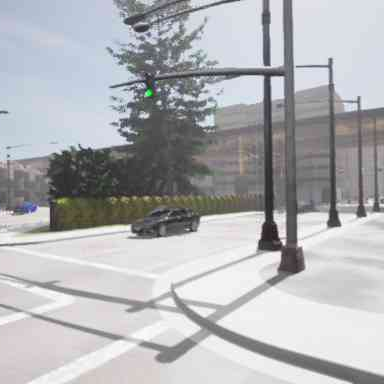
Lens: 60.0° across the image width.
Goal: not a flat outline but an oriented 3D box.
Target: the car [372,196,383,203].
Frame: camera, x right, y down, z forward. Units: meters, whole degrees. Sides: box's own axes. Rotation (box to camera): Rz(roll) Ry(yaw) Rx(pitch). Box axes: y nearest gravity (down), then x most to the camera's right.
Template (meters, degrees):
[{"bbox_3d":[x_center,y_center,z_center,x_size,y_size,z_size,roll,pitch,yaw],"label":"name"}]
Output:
[{"bbox_3d":[36.457,1.363,64.387,1.853,1.218,4.536,-1,-1,16],"label":"car"}]

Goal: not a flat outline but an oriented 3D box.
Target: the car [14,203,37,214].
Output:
[{"bbox_3d":[-22.999,2.249,46.060,1.882,1.535,5.008,-1,-1,-10],"label":"car"}]

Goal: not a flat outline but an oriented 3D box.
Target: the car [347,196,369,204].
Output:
[{"bbox_3d":[33.258,1.595,67.026,4.974,1.542,2.038,-1,-1,-29],"label":"car"}]

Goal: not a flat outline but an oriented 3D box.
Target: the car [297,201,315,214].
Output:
[{"bbox_3d":[12.580,1.694,38.340,2.033,1.411,5.357,-1,-1,36],"label":"car"}]

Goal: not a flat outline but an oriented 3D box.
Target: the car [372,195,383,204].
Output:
[{"bbox_3d":[36.446,1.521,64.336,2.038,1.542,4.974,-1,-1,16],"label":"car"}]

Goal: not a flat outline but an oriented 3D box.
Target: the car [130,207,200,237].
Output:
[{"bbox_3d":[-1.408,1.653,19.130,1.837,1.490,4.892,-1,0,36],"label":"car"}]

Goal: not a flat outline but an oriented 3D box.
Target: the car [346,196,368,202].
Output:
[{"bbox_3d":[33.301,1.437,67.053,4.536,1.218,1.853,-1,-1,-29],"label":"car"}]
